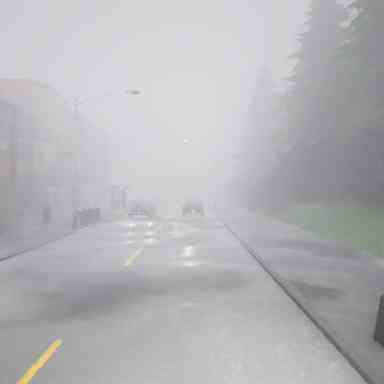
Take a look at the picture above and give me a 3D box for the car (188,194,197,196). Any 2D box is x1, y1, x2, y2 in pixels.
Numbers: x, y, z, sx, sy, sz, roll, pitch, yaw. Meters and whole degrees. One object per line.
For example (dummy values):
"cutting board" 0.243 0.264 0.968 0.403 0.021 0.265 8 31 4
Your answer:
"car" 0.116 1.064 59.330 2.097 1.767 4.553 0 0 0

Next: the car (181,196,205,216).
"car" 0.108 1.355 30.533 1.837 1.490 4.892 0 0 0

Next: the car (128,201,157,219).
"car" -4.083 1.465 27.810 1.895 1.301 4.718 0 0 0
